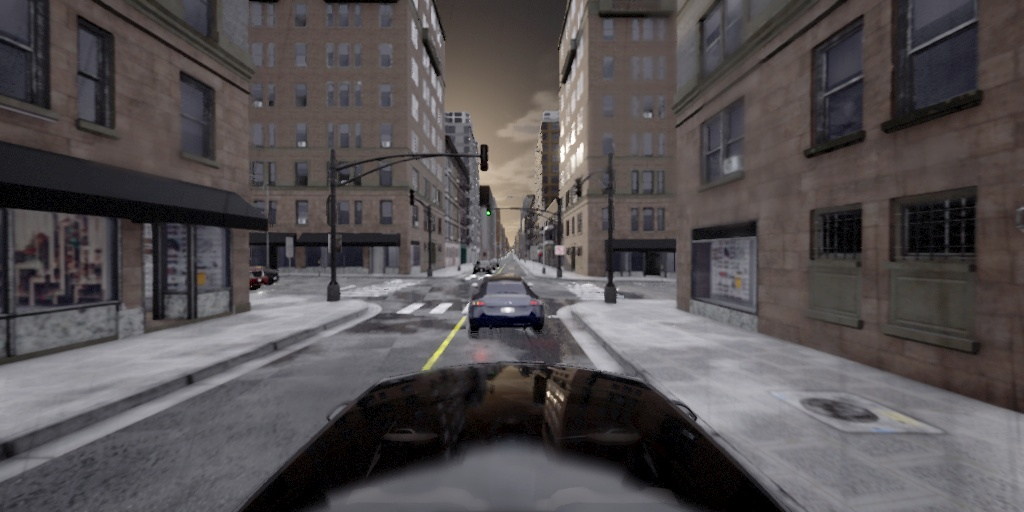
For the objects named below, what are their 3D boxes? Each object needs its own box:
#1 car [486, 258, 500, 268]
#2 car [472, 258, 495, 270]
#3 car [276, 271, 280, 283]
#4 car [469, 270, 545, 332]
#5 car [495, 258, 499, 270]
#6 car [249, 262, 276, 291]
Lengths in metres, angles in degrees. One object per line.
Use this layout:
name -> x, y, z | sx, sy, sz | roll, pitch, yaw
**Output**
car -> -3.067, 1.096, 58.798 | 1.882, 1.535, 5.008 | 0, 0, 0
car -> -3.101, 1.163, 38.566 | 1.837, 1.490, 4.892 | 0, 0, 0
car -> -15.992, 0.962, 20.398 | 5.008, 1.535, 1.882 | 1, 0, -1
car -> -0.265, 1.284, 10.770 | 1.994, 1.385, 4.181 | 0, 0, -5
car -> -3.103, 1.186, 48.389 | 2.033, 1.411, 5.357 | 0, 0, 0
car -> -14.963, 0.837, 17.654 | 5.009, 1.841, 2.192 | 0, 0, 0
